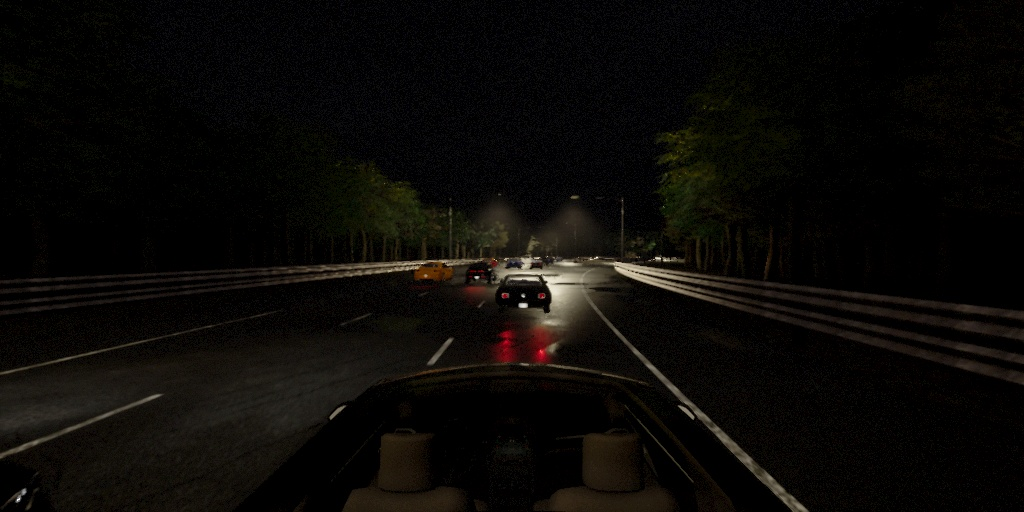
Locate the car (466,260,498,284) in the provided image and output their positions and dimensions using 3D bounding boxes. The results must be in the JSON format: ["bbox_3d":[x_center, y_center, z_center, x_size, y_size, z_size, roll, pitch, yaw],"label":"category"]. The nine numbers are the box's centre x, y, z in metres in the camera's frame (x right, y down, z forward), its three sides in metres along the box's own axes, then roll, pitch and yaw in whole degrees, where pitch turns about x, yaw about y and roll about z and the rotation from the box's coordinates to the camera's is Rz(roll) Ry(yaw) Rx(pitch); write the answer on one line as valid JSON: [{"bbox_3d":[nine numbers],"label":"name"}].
[{"bbox_3d":[-2.251,1.242,27.022,1.837,1.490,4.892,0,0,4],"label":"car"}]

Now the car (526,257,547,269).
[{"bbox_3d":[3.803,1.238,54.310,2.033,1.411,5.357,0,0,7],"label":"car"}]

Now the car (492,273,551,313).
[{"bbox_3d":[0.466,1.352,14.124,1.895,1.301,4.718,0,0,2],"label":"car"}]

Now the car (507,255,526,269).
[{"bbox_3d":[0.461,1.032,54.792,2.097,1.767,4.553,0,0,7],"label":"car"}]

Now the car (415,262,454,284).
[{"bbox_3d":[-5.785,1.200,27.263,1.882,1.535,5.008,0,0,4],"label":"car"}]
